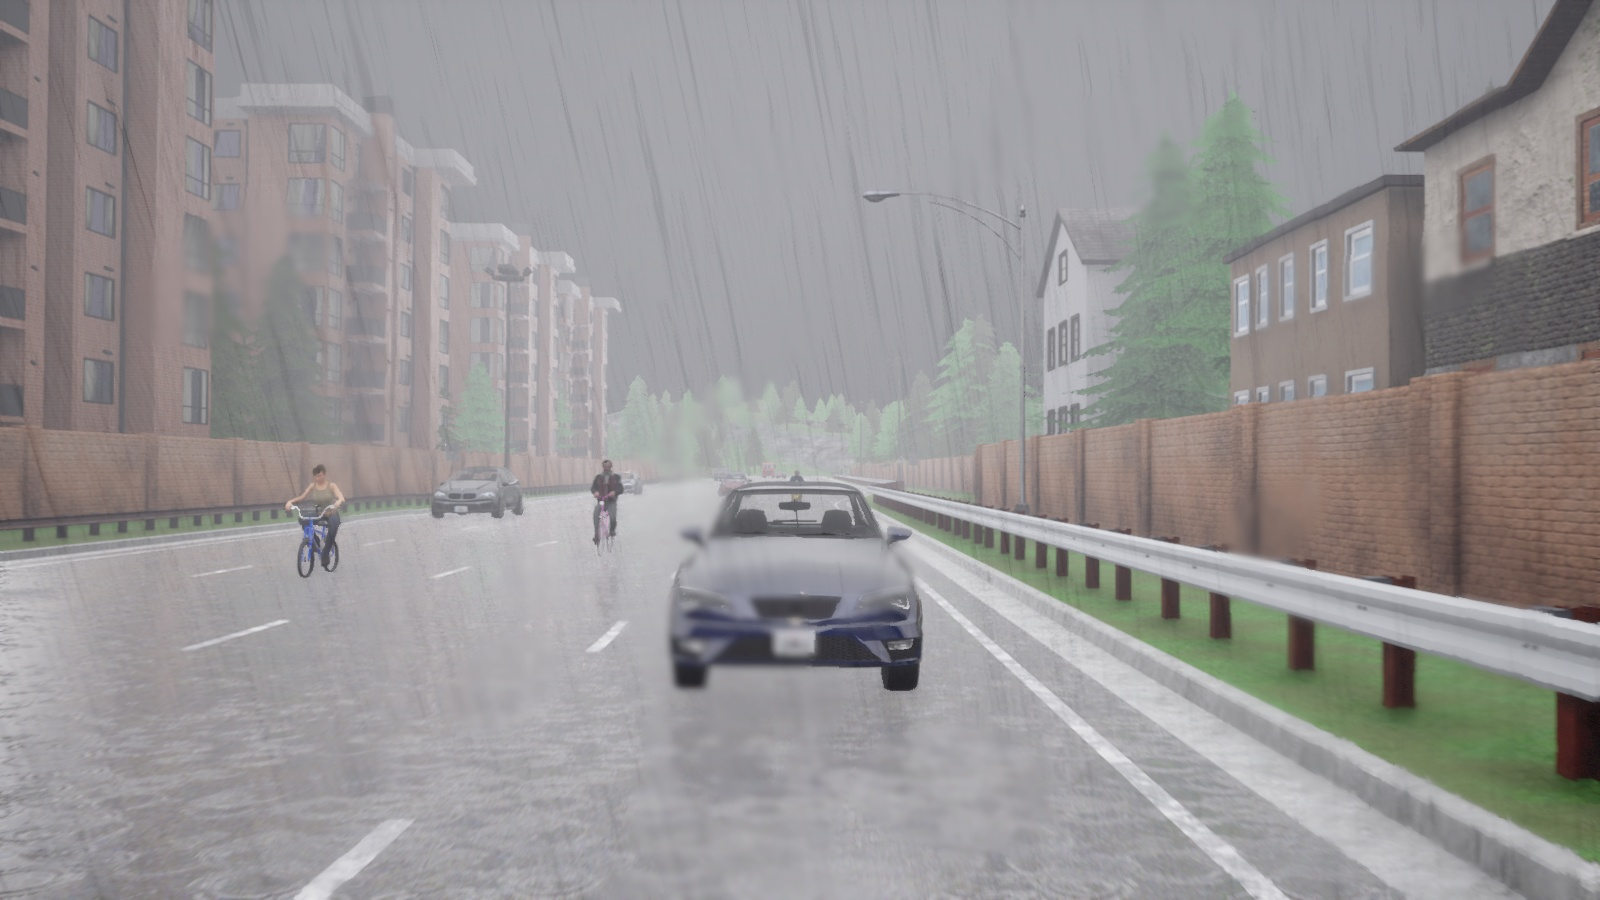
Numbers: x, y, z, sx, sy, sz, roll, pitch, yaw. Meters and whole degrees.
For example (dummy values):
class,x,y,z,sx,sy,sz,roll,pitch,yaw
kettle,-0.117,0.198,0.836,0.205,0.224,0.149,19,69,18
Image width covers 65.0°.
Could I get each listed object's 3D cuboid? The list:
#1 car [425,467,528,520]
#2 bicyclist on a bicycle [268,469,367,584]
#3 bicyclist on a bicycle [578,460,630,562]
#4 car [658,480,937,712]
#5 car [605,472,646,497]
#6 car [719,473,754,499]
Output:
class,x,y,z,sx,sy,sz,roll,pitch,yaw
car,-10.601,1.396,41.512,2.242,1.667,4.611,0,-1,0
bicyclist on a bicycle,-7.040,1.087,18.392,0.866,1.612,1.509,0,-1,0
bicyclist on a bicycle,-3.556,1.082,22.889,0.659,1.776,1.843,0,-1,0
car,-0.025,1.001,10.302,1.816,1.474,4.193,0,-1,0
car,-10.686,2.113,77.051,1.970,1.475,3.806,0,-1,0
car,-3.676,2.060,72.712,1.845,1.501,3.633,0,-1,0
